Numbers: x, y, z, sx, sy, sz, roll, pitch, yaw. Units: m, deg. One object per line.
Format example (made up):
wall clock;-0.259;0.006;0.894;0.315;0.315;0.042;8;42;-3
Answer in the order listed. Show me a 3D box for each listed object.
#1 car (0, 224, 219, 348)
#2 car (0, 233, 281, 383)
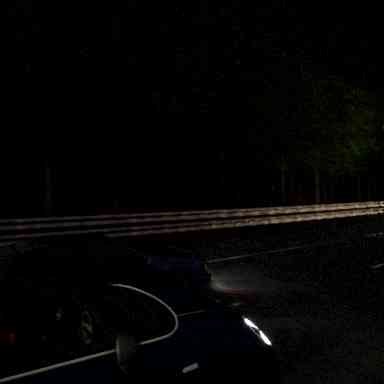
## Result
car;-2.177;1.547;6.489;5.357;1.411;2.033;0;0;-36
car;-1.355;1.353;2.780;4.553;1.767;2.097;0;0;-35
